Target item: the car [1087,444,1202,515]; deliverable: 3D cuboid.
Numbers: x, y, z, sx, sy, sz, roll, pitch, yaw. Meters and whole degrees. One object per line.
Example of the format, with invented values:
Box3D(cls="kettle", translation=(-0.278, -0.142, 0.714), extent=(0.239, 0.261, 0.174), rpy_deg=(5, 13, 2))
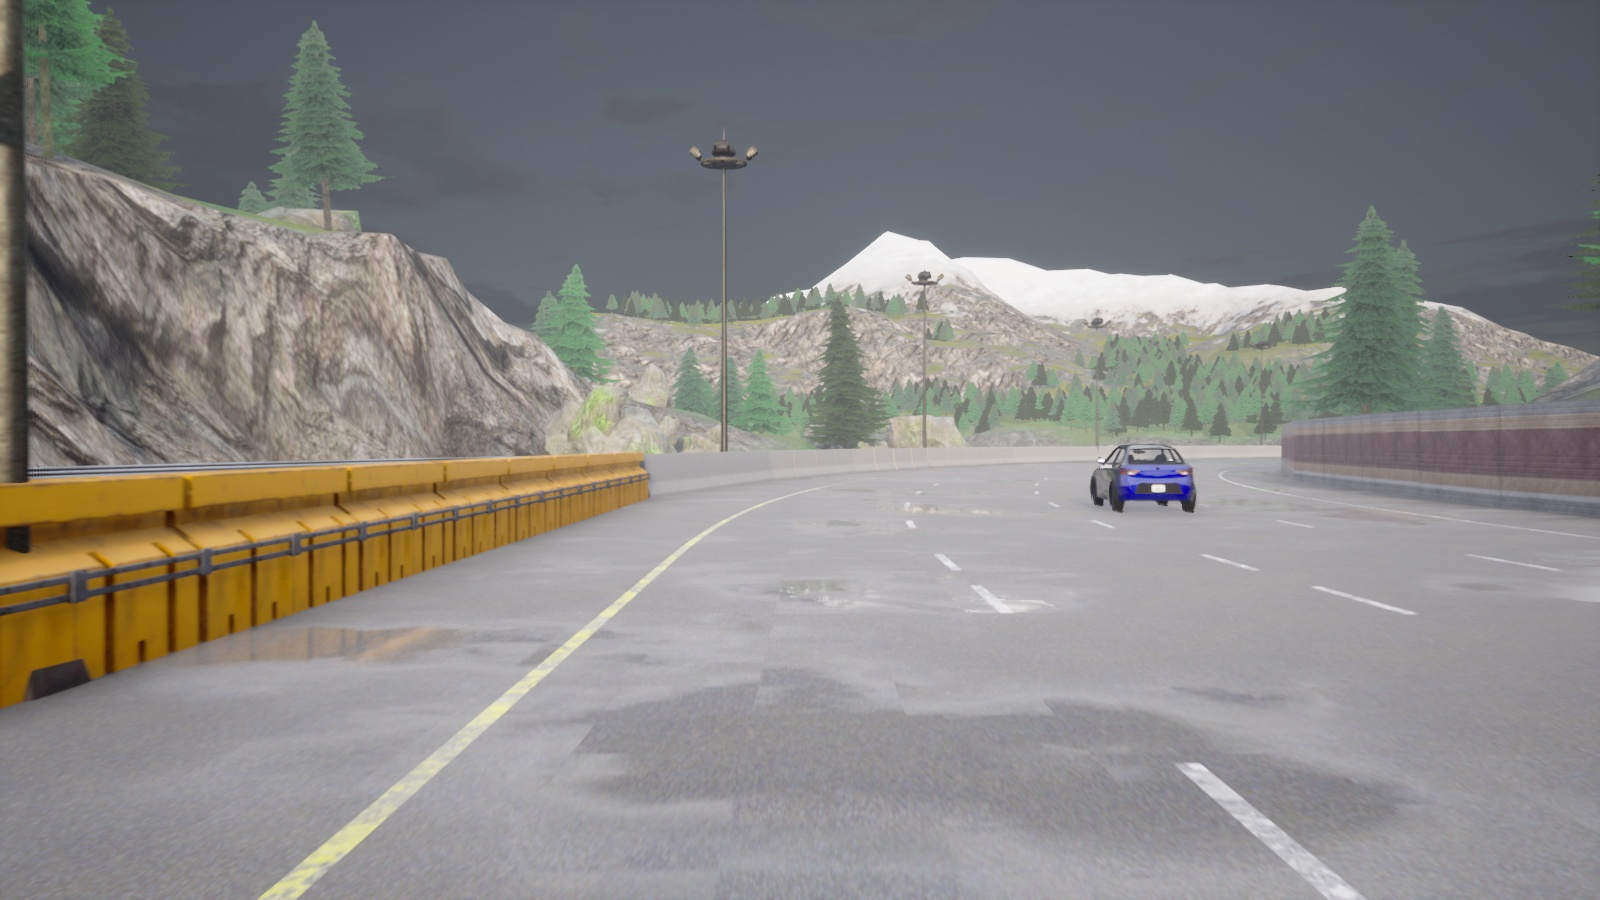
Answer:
Box3D(cls="car", translation=(7.717, 0.604, 28.497), extent=(1.816, 1.474, 4.193), rpy_deg=(0, 0, 5))
